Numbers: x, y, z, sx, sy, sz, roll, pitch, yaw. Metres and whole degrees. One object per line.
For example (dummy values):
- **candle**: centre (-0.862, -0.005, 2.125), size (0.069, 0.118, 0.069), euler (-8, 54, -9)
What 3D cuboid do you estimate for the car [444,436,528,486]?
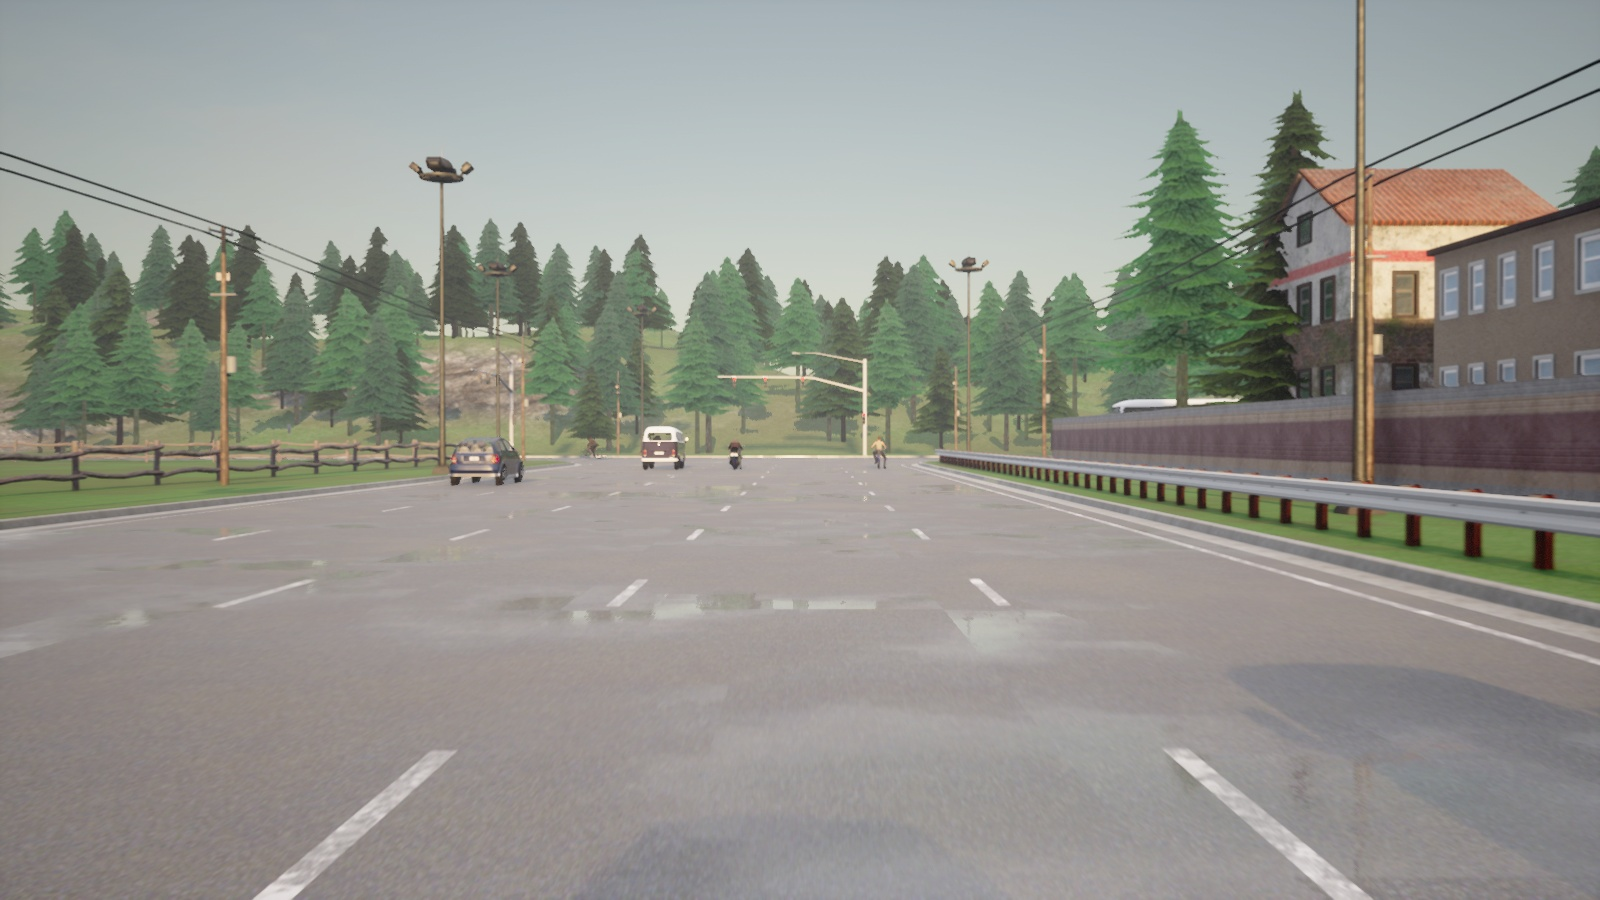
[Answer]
- **car**: centre (-10.255, 0.330, 41.230), size (1.789, 1.549, 3.705), euler (0, 1, 0)

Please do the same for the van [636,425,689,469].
- **van**: centre (-6.642, -0.116, 61.219), size (2.069, 2.038, 4.480), euler (0, 0, 0)

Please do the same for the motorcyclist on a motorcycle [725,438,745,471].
- **motorcyclist on a motorcycle**: centre (-3.145, 0.208, 60.901), size (0.866, 1.530, 2.191), euler (0, 1, 0)

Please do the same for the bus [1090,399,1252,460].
- **bus**: centre (26.126, -1.441, 88.807), size (10.273, 4.253, 3.944), euler (0, 1, 1)
